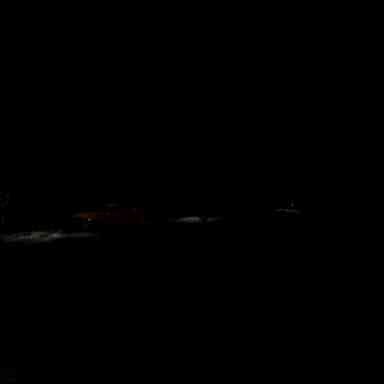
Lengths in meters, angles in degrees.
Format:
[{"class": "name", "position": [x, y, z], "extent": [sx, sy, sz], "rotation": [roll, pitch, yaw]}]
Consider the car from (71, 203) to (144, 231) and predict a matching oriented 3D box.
[{"class": "car", "position": [-5.272, 1.492, 21.246], "extent": [1.882, 1.535, 5.008], "rotation": [0, 0, 35]}]

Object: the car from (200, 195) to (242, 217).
[{"class": "car", "position": [2.984, 1.276, 32.837], "extent": [2.150, 2.045, 5.566], "rotation": [0, 0, 35]}]

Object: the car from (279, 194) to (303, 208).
[{"class": "car", "position": [14.819, 1.355, 49.292], "extent": [2.150, 2.045, 5.566], "rotation": [0, 0, 35]}]
